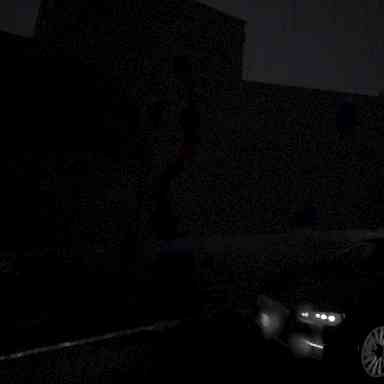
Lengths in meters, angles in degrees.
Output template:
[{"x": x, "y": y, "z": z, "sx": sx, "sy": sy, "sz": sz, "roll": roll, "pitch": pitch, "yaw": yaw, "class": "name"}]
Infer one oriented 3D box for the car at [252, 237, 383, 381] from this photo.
[{"x": 3.348, "y": 1.496, "z": 5.214, "sx": 4.902, "sy": 1.511, "sz": 2.128, "roll": 1, "pitch": 0, "yaw": -17, "class": "car"}]
